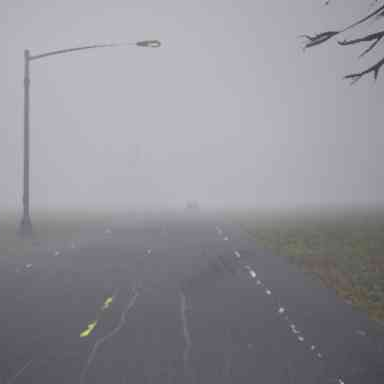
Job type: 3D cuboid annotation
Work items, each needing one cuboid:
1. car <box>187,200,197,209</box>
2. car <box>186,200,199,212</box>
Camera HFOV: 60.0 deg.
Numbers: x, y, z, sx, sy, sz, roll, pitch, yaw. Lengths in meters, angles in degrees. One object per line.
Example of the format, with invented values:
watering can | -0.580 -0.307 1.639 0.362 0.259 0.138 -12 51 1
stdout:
car | -0.008 2.150 59.005 1.812 1.442 4.674 0 -1 0
car | 0.093 2.035 45.757 2.033 1.411 5.357 0 -1 0
